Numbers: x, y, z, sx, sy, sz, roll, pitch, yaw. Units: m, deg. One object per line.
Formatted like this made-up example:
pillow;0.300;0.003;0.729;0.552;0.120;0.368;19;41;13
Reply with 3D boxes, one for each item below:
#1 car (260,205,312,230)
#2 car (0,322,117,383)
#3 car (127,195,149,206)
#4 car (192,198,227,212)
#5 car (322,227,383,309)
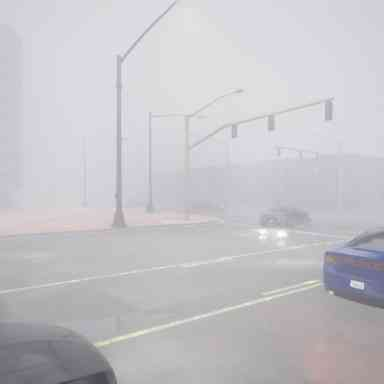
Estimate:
car;6.084;1.564;21.456;1.994;1.385;4.181;0;0;41
car;-2.804;1.505;1.753;4.892;1.490;1.837;0;0;-35
car;-8.663;1.351;53.664;2.097;1.767;4.553;0;0;-35
car;1.990;1.491;38.716;2.128;1.511;4.902;0;0;-36
car;4.928;1.478;7.262;5.008;1.535;1.882;0;0;-35
